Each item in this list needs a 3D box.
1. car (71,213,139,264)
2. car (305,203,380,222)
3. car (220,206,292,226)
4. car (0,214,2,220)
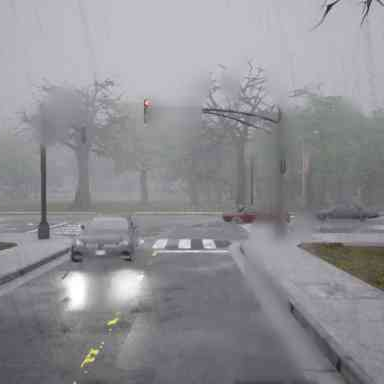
[{"bbox_3d":[-2.926,1.526,12.114,1.812,1.442,4.674,1,0,-6],"label":"car"},{"bbox_3d":[11.821,1.564,26.311,5.357,1.411,2.033,0,0,0],"label":"car"},{"bbox_3d":[4.329,1.611,22.864,4.718,1.301,1.895,0,0,0],"label":"car"},{"bbox_3d":[-16.143,1.532,22.866,5.357,1.411,2.033,0,0,0],"label":"car"}]
